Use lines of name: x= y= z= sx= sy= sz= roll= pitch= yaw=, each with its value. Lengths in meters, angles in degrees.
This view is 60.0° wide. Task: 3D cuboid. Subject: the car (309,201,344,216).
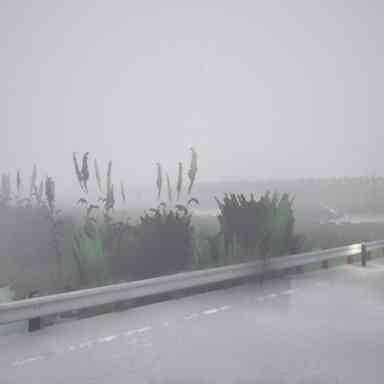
car: x=10.783 y=1.571 z=29.127 sx=2.097 sy=1.767 sz=4.553 roll=-1 pitch=1 yaw=-43
